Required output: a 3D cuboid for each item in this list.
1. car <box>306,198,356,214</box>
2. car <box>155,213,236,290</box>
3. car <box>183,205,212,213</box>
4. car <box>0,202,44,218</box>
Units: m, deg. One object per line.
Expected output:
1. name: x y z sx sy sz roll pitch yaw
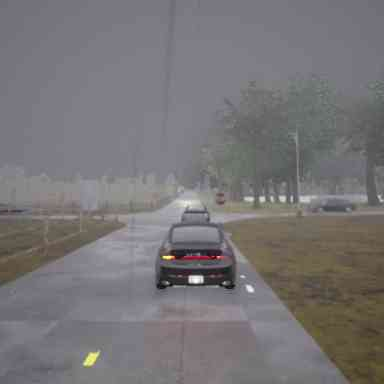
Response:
1. car: 14.464 1.471 34.693 4.892 1.490 1.837 -2 -1 0
2. car: 0.090 1.563 9.238 1.837 1.490 4.892 0 0 0
3. car: 0.350 1.625 22.846 2.128 1.511 4.902 0 0 3
4. car: -16.749 1.679 31.655 4.902 1.511 2.128 0 -1 0
